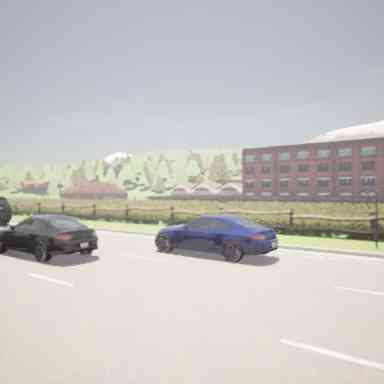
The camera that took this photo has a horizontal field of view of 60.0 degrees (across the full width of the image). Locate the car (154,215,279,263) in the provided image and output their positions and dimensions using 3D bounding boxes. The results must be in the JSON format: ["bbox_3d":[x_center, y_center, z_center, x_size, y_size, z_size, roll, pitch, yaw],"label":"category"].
[{"bbox_3d":[0.761,1.544,12.043,4.674,1.442,1.812,0,0,36],"label":"car"}]

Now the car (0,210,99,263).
[{"bbox_3d":[-5.354,1.562,12.107,4.674,1.442,1.812,0,0,36],"label":"car"}]

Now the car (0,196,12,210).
[{"bbox_3d":[-14.691,1.305,23.062,5.566,2.045,2.150,0,0,35],"label":"car"}]
